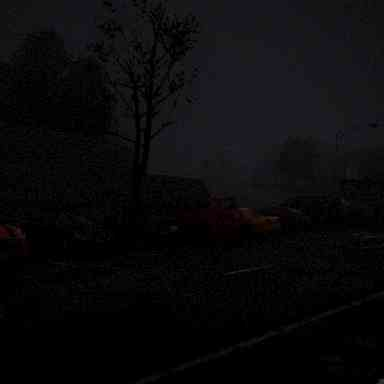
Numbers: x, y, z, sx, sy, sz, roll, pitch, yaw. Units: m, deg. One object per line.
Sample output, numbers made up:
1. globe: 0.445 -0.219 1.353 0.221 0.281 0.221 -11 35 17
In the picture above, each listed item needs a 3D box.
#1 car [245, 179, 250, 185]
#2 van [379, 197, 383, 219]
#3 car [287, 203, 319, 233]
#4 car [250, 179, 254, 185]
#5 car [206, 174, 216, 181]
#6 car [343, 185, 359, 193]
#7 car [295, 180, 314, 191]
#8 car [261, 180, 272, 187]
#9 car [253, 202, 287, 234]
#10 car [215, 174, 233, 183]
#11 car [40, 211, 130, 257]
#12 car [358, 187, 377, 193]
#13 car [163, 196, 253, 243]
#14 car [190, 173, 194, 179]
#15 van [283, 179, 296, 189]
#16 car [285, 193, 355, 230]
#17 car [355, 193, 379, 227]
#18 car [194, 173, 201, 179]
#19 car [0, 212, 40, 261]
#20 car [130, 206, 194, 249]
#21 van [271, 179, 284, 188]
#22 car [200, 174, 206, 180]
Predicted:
1. car: 13.894 -2.315 77.485 2.002 1.452 4.674 7 3 35
2. van: 12.203 1.298 25.034 4.442 1.987 1.878 -1 -1 35
3. car: 4.731 1.550 19.892 4.674 1.452 2.002 -1 -1 35
4. car: 15.640 -2.041 75.026 2.002 1.452 4.674 7 3 35
5. car: 6.925 -3.697 87.246 2.435 2.045 5.566 7 3 34
6. car: 27.768 -0.424 57.771 2.435 2.045 5.566 7 3 35
7. car: 22.548 -0.990 65.150 2.231 1.521 4.892 7 3 35
8. car: 17.474 -1.810 72.708 1.946 1.575 5.366 7 3 35
9. car: 2.126 1.504 18.261 5.366 1.575 1.946 -1 -1 34
10. car: 8.779 -3.174 84.989 1.946 1.575 5.366 7 3 34
11. car: -5.051 1.495 12.932 4.892 1.521 2.231 -1 -1 34
12. car: 29.462 0.138 55.301 2.002 1.452 4.674 7 3 35
13. car: -0.191 1.249 16.430 5.566 2.045 2.435 -1 -1 34
14. car: 1.619 -4.360 94.522 2.435 2.045 5.566 1 -1 34
15. van: 20.785 -1.489 67.510 1.878 1.987 4.442 7 4 35
16. car: 7.156 1.264 21.653 5.566 2.045 2.435 -1 -1 35
17. car: 9.667 1.269 23.361 5.566 2.045 2.435 -1 -1 35
18. car: 3.394 -4.083 92.177 2.185 1.767 4.553 4 1 33
19. car: -7.515 1.367 11.203 4.553 1.767 2.185 -1 -1 34
20. car: -2.633 1.526 14.682 4.792 1.488 2.163 -1 -1 34
21. van: 19.052 -1.762 69.979 1.878 1.987 4.442 7 4 35
22. car: 5.127 -3.848 89.709 2.185 1.767 4.553 6 3 34
